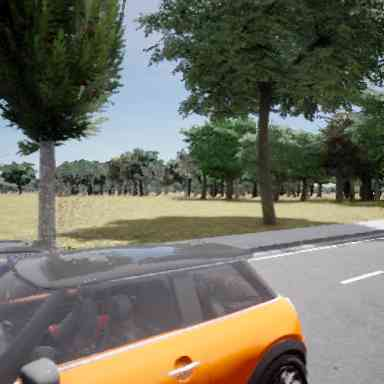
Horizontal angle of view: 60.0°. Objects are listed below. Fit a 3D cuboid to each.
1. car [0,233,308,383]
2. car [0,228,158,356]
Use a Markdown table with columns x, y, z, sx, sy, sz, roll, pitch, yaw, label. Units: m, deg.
| x | y | z | sx | sy | sz | roll | pitch | yaw | label |
| --- | --- | --- | --- | --- | --- | --- | --- | --- | --- |
| -1.068 | 1.352 | 2.924 | 4.553 | 1.767 | 2.097 | 0 | 0 | -35 | car |
| -3.379 | 1.547 | 5.268 | 5.357 | 1.411 | 2.033 | 0 | 0 | -36 | car |
